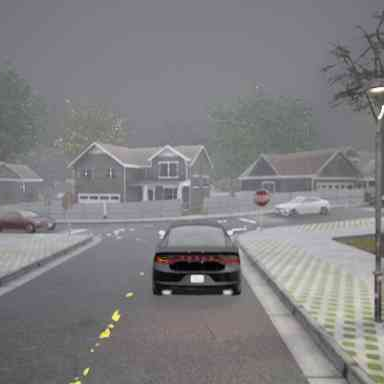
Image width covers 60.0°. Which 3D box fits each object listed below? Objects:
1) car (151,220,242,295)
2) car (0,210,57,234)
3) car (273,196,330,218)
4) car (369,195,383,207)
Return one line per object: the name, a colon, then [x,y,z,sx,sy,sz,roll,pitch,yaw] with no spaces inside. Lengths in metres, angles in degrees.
car: [0.107,1.468,8.697,1.882,1.535,5.008,0,0,0]
car: [-11.231,1.920,22.055,4.674,1.442,1.812,-2,0,21]
car: [8.312,1.048,25.160,4.674,1.442,1.812,-2,2,-23]
car: [18.351,0.626,29.746,5.357,1.411,2.033,-2,2,-25]
